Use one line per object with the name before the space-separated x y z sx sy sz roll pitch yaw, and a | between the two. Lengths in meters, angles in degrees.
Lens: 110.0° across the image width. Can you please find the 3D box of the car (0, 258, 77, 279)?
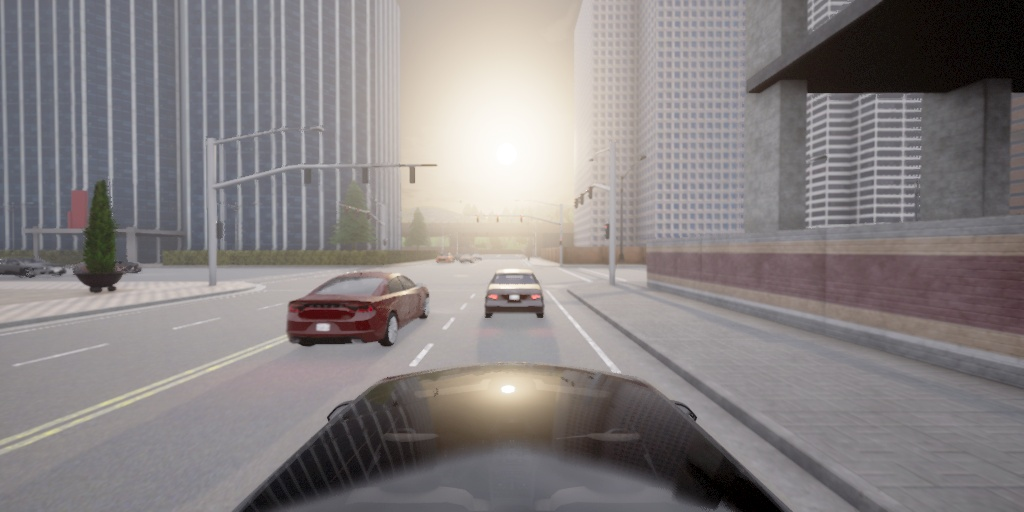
car | -36.297 0.865 26.663 4.902 1.511 2.128 0 1 0

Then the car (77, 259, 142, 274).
car | -33.952 0.884 30.178 4.181 1.385 1.994 0 1 0

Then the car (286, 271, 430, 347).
car | -3.441 1.117 9.043 1.882 1.535 5.008 0 1 0

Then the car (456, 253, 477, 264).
car | -7.050 0.455 55.995 1.812 1.442 4.674 0 1 0

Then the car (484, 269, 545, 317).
car | 0.080 1.137 12.305 2.033 1.411 5.357 0 1 0

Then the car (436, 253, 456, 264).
car | -10.546 0.277 56.290 2.097 1.767 4.553 0 1 0
